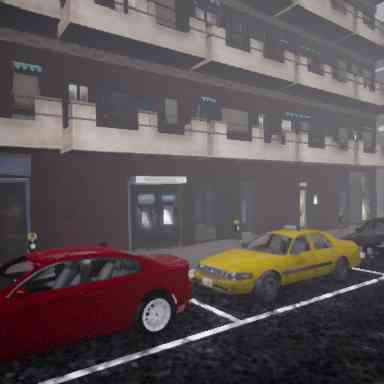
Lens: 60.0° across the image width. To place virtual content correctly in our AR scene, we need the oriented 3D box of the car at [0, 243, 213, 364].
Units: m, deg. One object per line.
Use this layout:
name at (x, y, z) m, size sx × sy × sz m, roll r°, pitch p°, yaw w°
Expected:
car at (-2.082, 1.541, 5.091) m, size 4.507 × 1.381 × 1.887 m, roll 0°, pitch -1°, yaw -35°

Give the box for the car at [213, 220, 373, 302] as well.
car at (2.277, 1.520, 8.201) m, size 4.829 × 1.417 × 1.752 m, roll 0°, pitch -1°, yaw -35°

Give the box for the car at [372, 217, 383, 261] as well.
car at (6.912, 1.558, 11.506) m, size 4.313 × 1.339 × 1.947 m, roll 0°, pitch -1°, yaw -35°
